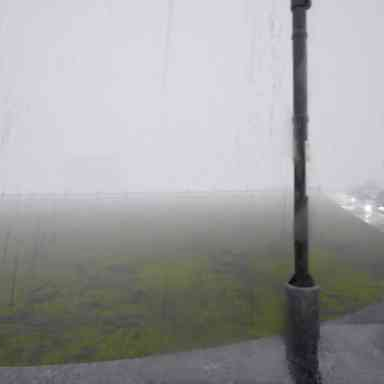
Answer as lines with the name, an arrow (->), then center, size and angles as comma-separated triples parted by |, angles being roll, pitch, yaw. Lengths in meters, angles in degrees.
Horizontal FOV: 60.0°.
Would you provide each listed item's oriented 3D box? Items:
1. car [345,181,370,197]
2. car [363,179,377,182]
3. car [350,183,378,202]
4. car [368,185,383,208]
car -> 20.339, -0.208, 41.653 | 2.128, 1.511, 4.902 | 0, 2, 19
car -> 27.816, -0.960, 52.331 | 2.150, 2.045, 5.566 | 0, 2, 20
car -> 17.119, 0.150, 32.260 | 2.128, 1.511, 4.902 | -1, 2, 19
car -> 14.201, 0.485, 23.369 | 2.128, 1.511, 4.902 | -1, 2, 18
